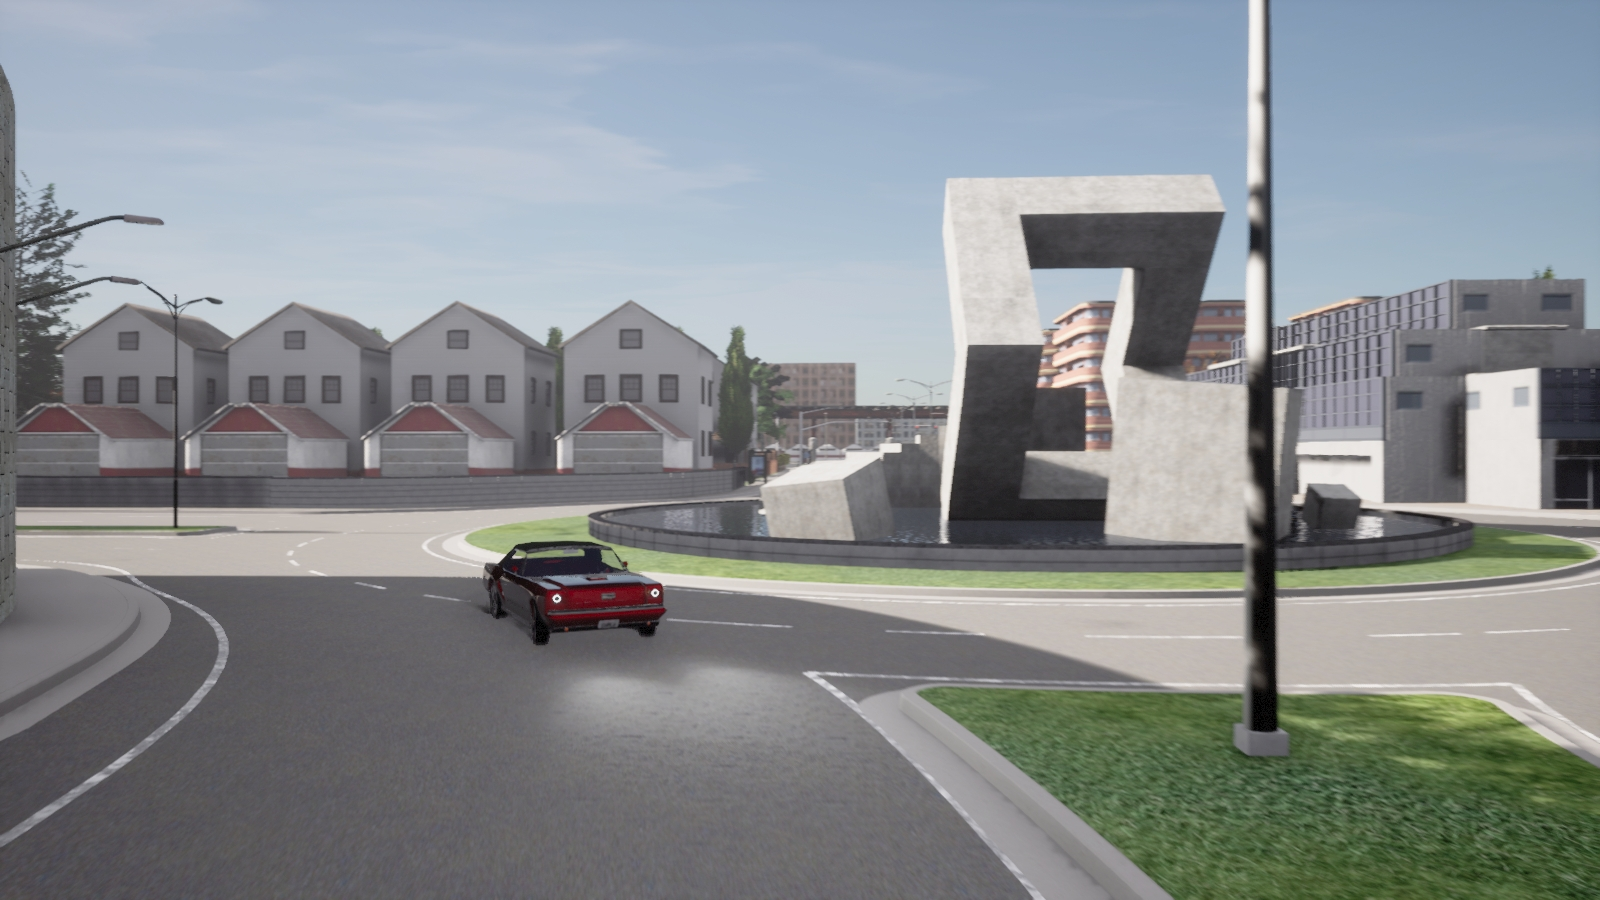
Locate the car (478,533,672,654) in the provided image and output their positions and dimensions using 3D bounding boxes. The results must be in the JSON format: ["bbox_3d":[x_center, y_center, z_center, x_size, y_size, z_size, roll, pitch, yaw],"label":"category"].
[{"bbox_3d":[-3.737,2.158,18.246,1.895,1.301,4.718,0,0,-26],"label":"car"}]
